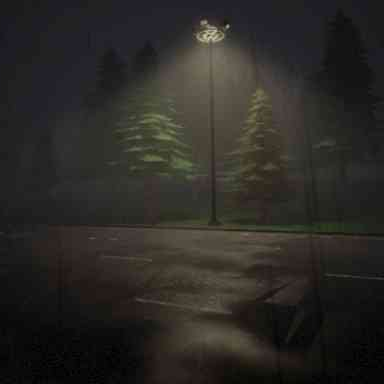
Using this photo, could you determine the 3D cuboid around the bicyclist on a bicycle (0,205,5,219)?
[{"bbox_3d":[-16.498,1.505,28.034,0.582,1.620,1.656,-1,1,25],"label":"bicyclist on a bicycle"}]
